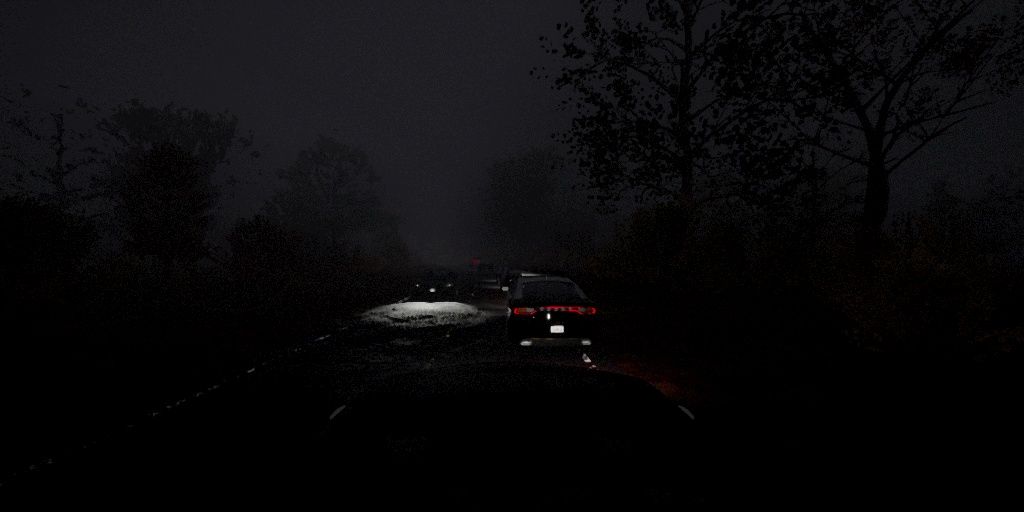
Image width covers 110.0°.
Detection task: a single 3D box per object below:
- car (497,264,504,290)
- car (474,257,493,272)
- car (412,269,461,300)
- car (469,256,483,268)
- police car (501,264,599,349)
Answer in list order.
[{"bbox_3d":[0.315,1.275,19.295,1.812,1.442,4.674,0,0,-4],"label":"car"},{"bbox_3d":[-3.575,1.224,47.102,1.882,1.535,5.008,0,0,-9],"label":"car"},{"bbox_3d":[-3.586,1.313,17.657,1.994,1.385,4.181,0,0,-3],"label":"car"},{"bbox_3d":[-5.986,0.966,60.660,2.150,2.045,5.566,0,0,-12],"label":"car"},{"bbox_3d":[0.775,1.175,9.337,1.930,1.638,5.238,0,0,-2],"label":"police car"}]
